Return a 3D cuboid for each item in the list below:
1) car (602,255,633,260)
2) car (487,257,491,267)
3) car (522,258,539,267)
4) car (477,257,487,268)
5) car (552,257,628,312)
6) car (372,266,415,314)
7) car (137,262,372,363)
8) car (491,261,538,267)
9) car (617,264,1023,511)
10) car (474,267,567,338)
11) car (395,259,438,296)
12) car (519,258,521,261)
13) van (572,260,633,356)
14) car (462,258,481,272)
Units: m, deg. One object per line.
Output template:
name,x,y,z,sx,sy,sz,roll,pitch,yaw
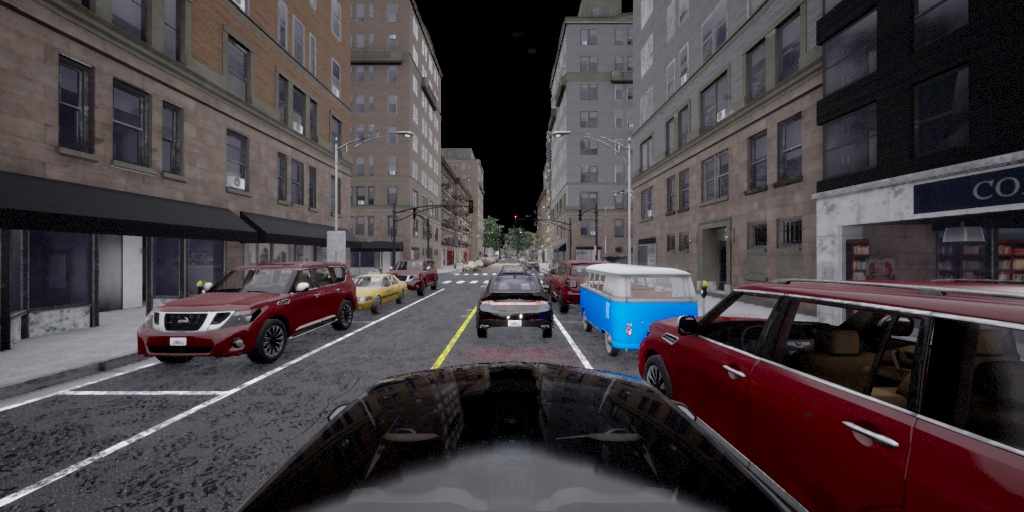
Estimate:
car,9.473,0.922,34.808,5.566,2.045,2.150,0,0,0
car,-5.392,1.063,63.119,2.192,1.841,5.009,0,0,0
car,2.651,1.298,46.671,2.007,1.370,4.403,0,0,0
car,-5.396,1.273,57.467,1.751,1.417,4.829,0,0,0
car,2.641,1.064,13.984,2.192,1.841,5.009,0,0,0
car,-5.397,1.275,13.817,1.751,1.417,4.829,0,0,0
car,-5.397,1.065,8.310,2.192,1.841,5.009,0,0,0
car,0.074,1.241,20.229,2.128,1.511,4.902,0,0,-1
car,2.637,1.065,2.626,2.192,1.841,5.009,0,0,0
car,0.075,1.242,10.178,2.128,1.511,4.902,0,0,0
car,-5.396,1.064,19.666,2.192,1.841,5.009,0,0,0
car,2.654,1.299,57.635,2.007,1.370,4.403,0,0,0
van,2.639,1.091,8.305,1.690,1.789,3.998,0,0,0
car,-5.403,1.273,46.504,1.751,1.417,4.829,0,0,0
